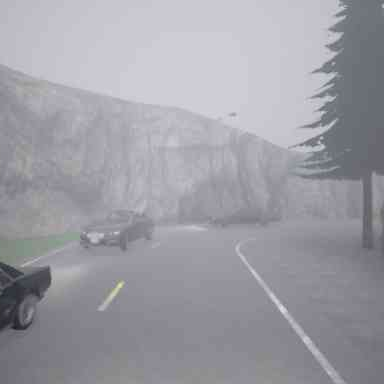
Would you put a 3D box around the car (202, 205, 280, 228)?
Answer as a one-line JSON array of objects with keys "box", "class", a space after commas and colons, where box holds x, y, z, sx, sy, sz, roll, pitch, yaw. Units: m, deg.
[{"box": [3.415, 1.625, 22.857, 5.357, 1.411, 2.033, 0, 0, -22], "class": "car"}]

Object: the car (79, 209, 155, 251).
[{"box": [-3.095, 1.542, 14.686, 2.128, 1.511, 4.902, 0, 0, 12], "class": "car"}]

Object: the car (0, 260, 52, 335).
[{"box": [-3.616, 1.616, 4.185, 1.895, 1.301, 4.718, 0, 0, 0], "class": "car"}]
